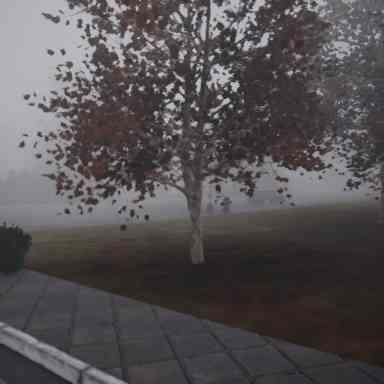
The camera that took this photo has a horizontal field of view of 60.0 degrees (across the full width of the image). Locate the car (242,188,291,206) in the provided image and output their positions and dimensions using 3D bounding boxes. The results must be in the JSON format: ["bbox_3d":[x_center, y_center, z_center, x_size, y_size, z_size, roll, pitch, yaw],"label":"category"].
[{"bbox_3d":[7.877,0.480,33.727,4.892,1.490,1.837,-3,3,-32],"label":"car"}]

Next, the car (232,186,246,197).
[{"bbox_3d":[7.711,-0.080,45.800,4.892,1.490,1.837,-3,3,-29],"label":"car"}]
